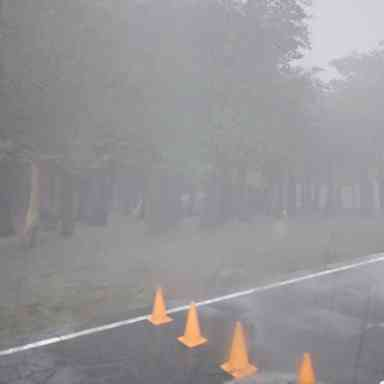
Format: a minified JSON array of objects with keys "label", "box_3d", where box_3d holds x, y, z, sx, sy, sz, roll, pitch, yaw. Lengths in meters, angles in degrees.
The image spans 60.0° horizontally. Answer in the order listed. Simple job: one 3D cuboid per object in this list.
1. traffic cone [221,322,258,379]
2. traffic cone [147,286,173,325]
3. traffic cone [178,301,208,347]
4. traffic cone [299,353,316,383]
[{"label":"traffic cone","box_3d":[0.597,1.947,4.216,0.340,0.580,0.340,0,0,-36]},{"label":"traffic cone","box_3d":[-0.567,1.949,5.841,0.340,0.580,0.340,0,0,-36]},{"label":"traffic cone","box_3d":[0.015,1.948,5.028,0.340,0.580,0.340,0,0,-36]},{"label":"traffic cone","box_3d":[1.179,1.947,3.402,0.340,0.580,0.340,0,0,-36]}]
